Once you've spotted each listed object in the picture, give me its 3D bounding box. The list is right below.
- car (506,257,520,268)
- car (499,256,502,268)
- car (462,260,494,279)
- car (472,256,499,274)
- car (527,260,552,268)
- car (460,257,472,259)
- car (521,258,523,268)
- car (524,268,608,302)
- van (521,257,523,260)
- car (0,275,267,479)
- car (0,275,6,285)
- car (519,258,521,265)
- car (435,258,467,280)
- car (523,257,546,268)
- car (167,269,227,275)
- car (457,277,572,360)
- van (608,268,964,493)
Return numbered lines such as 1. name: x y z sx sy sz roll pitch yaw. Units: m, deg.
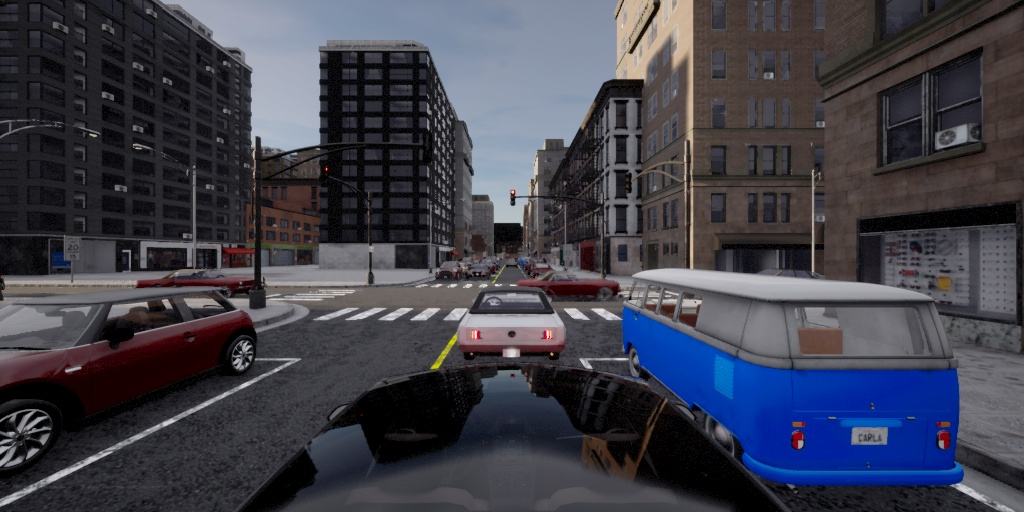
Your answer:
1. car: -0.004 1.306 62.329 1.994 1.385 4.181 0 0 1
2. car: -2.910 1.099 49.032 2.097 1.767 4.553 0 0 0
3. car: -2.896 1.313 31.537 1.994 1.385 4.181 0 0 -1
4. car: -2.892 1.100 40.157 2.097 1.767 4.553 0 0 0
5. car: 2.592 1.294 31.374 1.888 1.381 4.507 0 0 0
6. car: -5.450 1.063 42.180 2.192 1.841 5.009 0 0 0
7. car: 2.566 1.292 47.602 1.888 1.381 4.507 0 0 0
8. car: 2.604 1.373 16.748 4.718 1.301 1.895 0 0 0
9. van: 2.558 1.086 53.012 1.690 1.789 3.998 0 0 0
10. car: -5.390 1.190 4.481 1.967 1.591 4.097 0 0 0
11. car: -26.888 0.960 16.673 4.553 1.767 2.097 0 0 0
12. car: 2.549 1.309 58.421 1.948 1.339 4.313 0 0 0
13. car: -5.433 1.188 31.361 1.967 1.591 4.097 0 0 0
14. car: 2.584 1.063 36.783 2.192 1.841 5.009 0 0 0
15. car: -14.255 1.281 16.722 4.718 1.301 1.895 0 0 0
16. car: -0.008 1.351 8.278 1.895 1.301 4.718 0 0 0
17. van: 2.635 1.091 4.493 1.690 1.789 3.998 0 0 0
